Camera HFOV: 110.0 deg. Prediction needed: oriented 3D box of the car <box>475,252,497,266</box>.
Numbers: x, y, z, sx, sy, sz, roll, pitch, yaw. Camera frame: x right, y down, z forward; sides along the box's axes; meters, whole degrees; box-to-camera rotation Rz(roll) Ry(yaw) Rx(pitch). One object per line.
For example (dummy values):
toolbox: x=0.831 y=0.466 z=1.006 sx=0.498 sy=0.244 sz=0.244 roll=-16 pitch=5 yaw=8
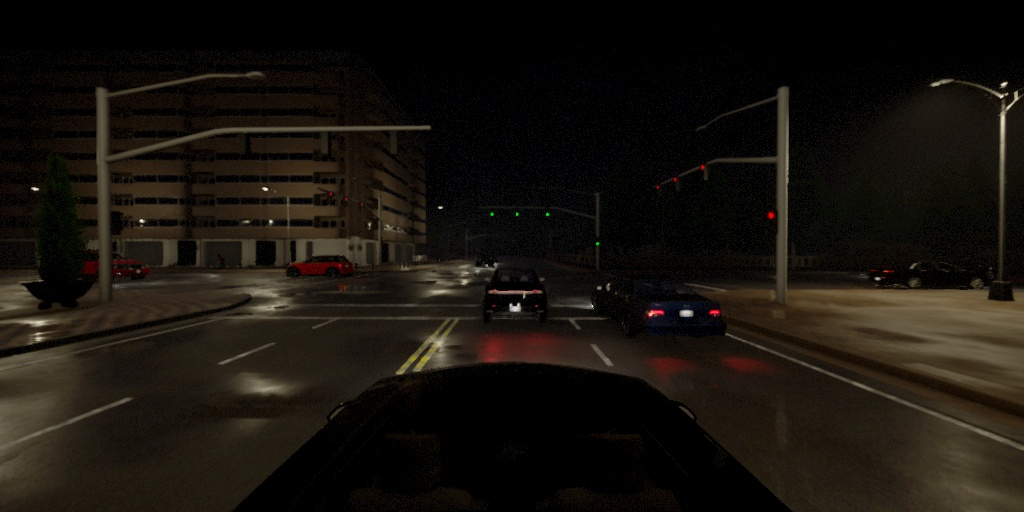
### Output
car: x=-3.580 y=0.420 z=47.726 sx=2.150 sy=2.045 sz=5.566 roll=0 pitch=1 yaw=0

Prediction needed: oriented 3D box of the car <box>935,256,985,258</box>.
car: x=30.491 y=0.919 z=25.013 sx=4.892 sy=1.490 sz=1.837 roll=0 pitch=0 yaw=17

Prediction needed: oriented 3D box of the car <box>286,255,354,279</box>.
car: x=-14.395 y=0.744 z=26.938 sx=4.553 sy=1.767 sz=2.097 roll=0 pitch=1 yaw=7

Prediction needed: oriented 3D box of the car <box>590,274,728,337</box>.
car: x=3.588 y=1.199 z=9.875 sx=2.033 sy=1.411 sz=5.357 roll=0 pitch=1 yaw=0

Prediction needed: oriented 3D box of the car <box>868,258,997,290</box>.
car: x=22.385 y=0.987 z=19.357 sx=4.892 sy=1.490 sz=1.837 roll=0 pitch=0 yaw=6

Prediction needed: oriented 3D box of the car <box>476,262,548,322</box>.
car: x=0.090 y=1.120 z=11.668 sx=2.128 sy=1.511 sz=4.902 roll=0 pitch=1 yaw=0

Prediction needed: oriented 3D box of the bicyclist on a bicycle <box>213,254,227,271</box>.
bicyclist on a bicycle: x=-28.001 y=0.604 z=34.431 sx=0.582 sy=1.620 sz=1.656 roll=0 pitch=1 yaw=0

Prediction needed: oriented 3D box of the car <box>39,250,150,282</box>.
car: x=-27.177 y=0.655 z=23.442 sx=5.566 sy=2.045 sz=2.150 roll=0 pitch=1 yaw=0
